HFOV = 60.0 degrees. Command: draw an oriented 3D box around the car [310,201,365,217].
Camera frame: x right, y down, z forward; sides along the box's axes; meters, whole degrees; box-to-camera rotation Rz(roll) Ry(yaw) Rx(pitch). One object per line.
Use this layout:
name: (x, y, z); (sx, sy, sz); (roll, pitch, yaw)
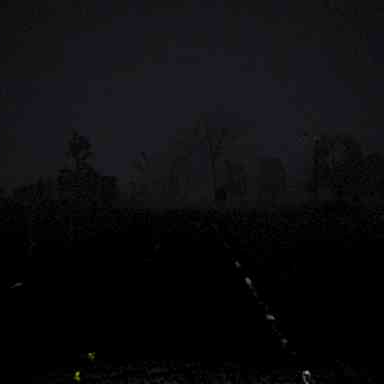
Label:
car: (13.924, 1.581, 31.841); (4.902, 1.511, 2.128); (1, 1, 0)
